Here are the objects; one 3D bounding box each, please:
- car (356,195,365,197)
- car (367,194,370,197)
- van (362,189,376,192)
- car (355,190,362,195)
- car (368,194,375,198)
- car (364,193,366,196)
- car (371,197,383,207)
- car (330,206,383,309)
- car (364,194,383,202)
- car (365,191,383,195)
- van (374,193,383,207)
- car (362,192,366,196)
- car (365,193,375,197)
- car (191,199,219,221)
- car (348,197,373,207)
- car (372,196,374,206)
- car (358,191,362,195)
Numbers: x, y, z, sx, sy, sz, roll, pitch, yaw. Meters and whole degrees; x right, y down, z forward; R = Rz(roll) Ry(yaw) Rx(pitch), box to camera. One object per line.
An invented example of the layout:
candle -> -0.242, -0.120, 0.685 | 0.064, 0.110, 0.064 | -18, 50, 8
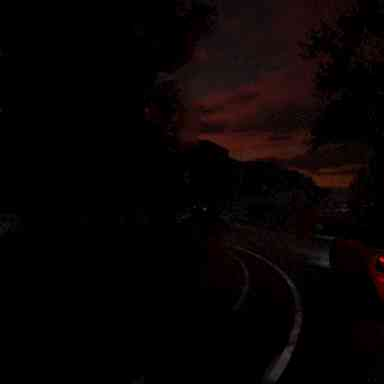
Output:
car -> 25.609, 1.711, 52.172 | 1.994, 1.385, 4.181 | 1, 2, 24
car -> 33.327, 1.524, 57.174 | 4.892, 1.521, 2.231 | 1, 1, 24
van -> 40.087, 0.951, 72.386 | 4.442, 1.987, 1.878 | 1, 1, 24
car -> 44.241, 0.941, 82.689 | 5.366, 1.575, 1.946 | 1, 1, 24
car -> 30.948, 1.635, 52.160 | 5.366, 1.575, 1.946 | 1, 2, 24
car -> 36.654, 1.388, 64.806 | 4.674, 1.452, 2.002 | 1, 1, 23
car -> 32.252, 1.611, 54.618 | 4.792, 1.488, 2.163 | 1, 1, 24
car -> 4.748, 1.416, 7.927 | 2.097, 1.767, 4.553 | 1, 0, 14
car -> 38.869, 1.272, 69.897 | 4.674, 1.452, 2.002 | 1, 1, 24
car -> 35.578, 1.281, 62.245 | 4.553, 1.767, 2.185 | 1, 1, 24
van -> 28.796, 1.532, 47.039 | 4.442, 1.987, 1.878 | 1, 2, 24
car -> 37.759, 1.290, 67.351 | 5.008, 1.535, 2.097 | 1, 1, 24
car -> 34.446, 1.464, 59.713 | 5.008, 1.535, 2.097 | 1, 1, 23
car -> 1.165, 1.323, 27.430 | 2.097, 1.767, 4.553 | 1, 0, 5
car -> 21.548, 1.798, 42.851 | 1.837, 1.490, 4.892 | 1, 1, 20
car -> 30.037, 1.730, 49.529 | 4.792, 1.488, 2.163 | 1, 2, 24
car -> 42.168, 1.090, 77.538 | 4.792, 1.488, 2.163 | 1, 1, 24
